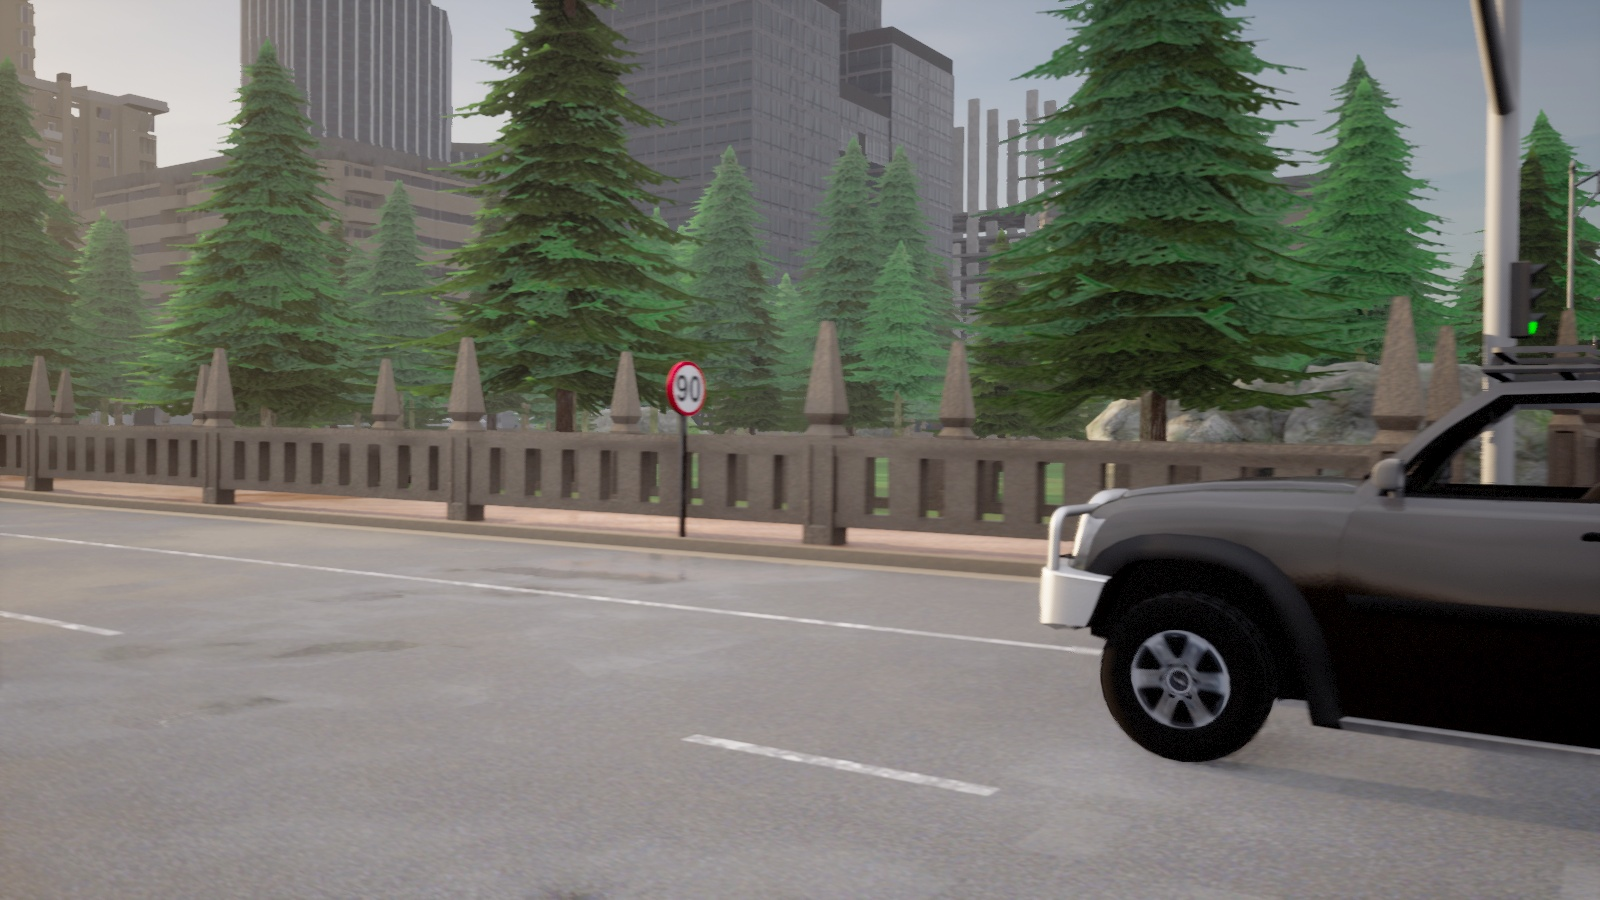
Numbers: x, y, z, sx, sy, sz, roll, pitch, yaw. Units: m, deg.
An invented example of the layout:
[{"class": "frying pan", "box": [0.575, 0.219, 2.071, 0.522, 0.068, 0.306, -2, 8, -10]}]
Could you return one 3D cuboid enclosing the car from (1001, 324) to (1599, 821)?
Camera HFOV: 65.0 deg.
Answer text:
[{"class": "car", "box": [3.414, 0.443, 5.553, 4.605, 1.855, 1.932, 1, 1, 34]}]
